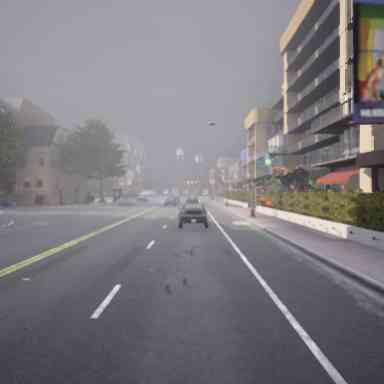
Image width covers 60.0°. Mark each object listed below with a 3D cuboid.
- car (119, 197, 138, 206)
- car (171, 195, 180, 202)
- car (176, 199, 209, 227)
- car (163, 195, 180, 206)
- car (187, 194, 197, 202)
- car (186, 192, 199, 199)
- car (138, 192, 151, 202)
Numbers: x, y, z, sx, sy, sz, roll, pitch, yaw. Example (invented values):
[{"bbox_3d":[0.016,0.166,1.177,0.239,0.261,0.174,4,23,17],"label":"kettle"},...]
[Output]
[{"bbox_3d":[-10.560,1.538,54.015,1.895,1.301,4.718,0,0,0],"label":"car"},{"bbox_3d":[-3.490,1.418,71.106,1.837,1.490,4.892,0,0,0],"label":"car"},{"bbox_3d":[0.104,1.479,22.403,1.837,1.490,4.892,0,0,0],"label":"car"},{"bbox_3d":[-3.392,1.484,54.738,2.033,1.411,5.357,0,0,0],"label":"car"},{"bbox_3d":[0.010,1.273,71.250,2.097,1.767,4.553,0,0,0],"label":"car"},{"bbox_3d":[0.091,1.287,57.680,2.097,1.767,4.553,0,0,0],"label":"car"},{"bbox_3d":[-10.490,1.396,70.683,1.882,1.535,5.008,0,0,0],"label":"car"}]
